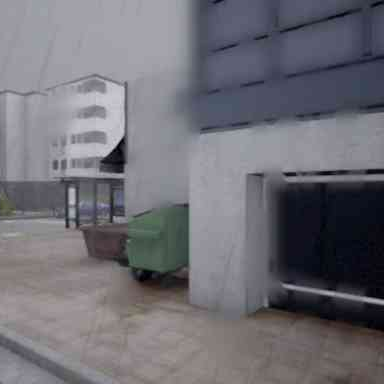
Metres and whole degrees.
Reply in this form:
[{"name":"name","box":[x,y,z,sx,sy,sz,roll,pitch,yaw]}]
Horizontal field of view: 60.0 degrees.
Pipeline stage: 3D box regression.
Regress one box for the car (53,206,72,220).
[{"name":"car","box":[-8.659,1.351,26.478,1.812,1.442,4.674,0,0,35]}]
